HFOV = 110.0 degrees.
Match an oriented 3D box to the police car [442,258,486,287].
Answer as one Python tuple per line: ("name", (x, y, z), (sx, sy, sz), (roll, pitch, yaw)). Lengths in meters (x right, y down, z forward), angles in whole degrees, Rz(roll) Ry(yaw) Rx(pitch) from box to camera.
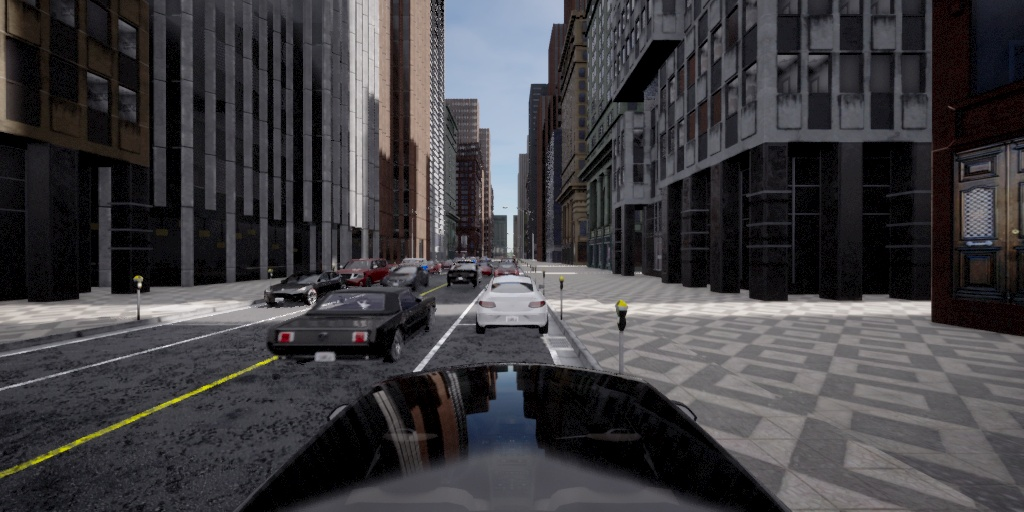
("police car", (-3.147, 1.174, 24.536), (1.930, 1.638, 5.238), (0, 0, 0))

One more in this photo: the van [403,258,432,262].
("van", (-8.908, 1.089, 32.830), (1.690, 1.789, 3.998), (0, 0, 0))

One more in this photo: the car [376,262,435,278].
("car", (-6.246, 1.275, 21.593), (1.812, 1.442, 4.674), (0, 0, 0))

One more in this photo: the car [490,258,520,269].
("car", (-0.383, 1.189, 27.203), (1.967, 1.591, 4.097), (0, 0, 0))

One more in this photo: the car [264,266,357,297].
("car", (-8.908, 1.315, 15.920), (1.948, 1.339, 4.313), (0, 0, 0))

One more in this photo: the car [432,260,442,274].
("car", (-8.908, 1.188, 38.467), (1.967, 1.591, 4.097), (0, 0, 0))

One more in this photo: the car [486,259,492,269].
("car", (-3.048, 1.312, 37.653), (1.994, 1.385, 4.181), (0, 0, 0))

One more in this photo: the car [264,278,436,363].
("car", (-3.047, 1.350, 8.078), (1.895, 1.301, 4.718), (0, 0, 0))

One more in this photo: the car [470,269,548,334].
("car", (0.003, 1.275, 10.501), (1.812, 1.442, 4.674), (0, 0, 0))

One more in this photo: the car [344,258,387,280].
("car", (-8.908, 1.064, 21.556), (2.192, 1.841, 5.009), (0, 0, 0))
